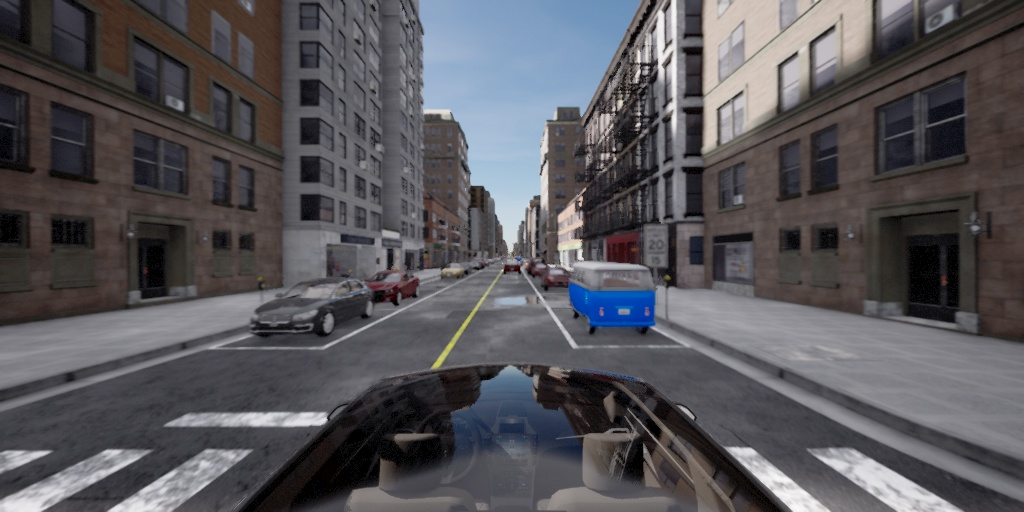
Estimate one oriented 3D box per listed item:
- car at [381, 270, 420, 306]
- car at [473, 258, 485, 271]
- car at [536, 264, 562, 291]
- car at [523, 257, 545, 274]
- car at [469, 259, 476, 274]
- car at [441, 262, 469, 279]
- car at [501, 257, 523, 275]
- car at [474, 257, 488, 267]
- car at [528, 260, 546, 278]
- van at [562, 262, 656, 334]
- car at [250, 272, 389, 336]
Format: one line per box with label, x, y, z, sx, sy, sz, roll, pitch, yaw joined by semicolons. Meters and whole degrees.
car;-5.375;1.318;15.968;1.888;1.381;4.507;0;0;0
car;-5.339;1.341;50.060;1.948;1.339;4.313;0;0;0
car;2.656;1.325;21.649;1.802;1.307;4.207;0;0;0
car;2.674;1.060;38.694;2.192;1.841;5.009;0;0;0
car;-5.351;1.343;38.696;1.948;1.339;4.313;0;0;0
car;-5.357;1.303;32.844;1.751;1.417;4.829;0;0;0
car;0.035;1.233;40.003;1.882;1.535;5.008;0;0;0
car;-5.334;1.089;55.741;2.192;1.841;5.009;0;0;0
car;2.668;1.328;33.012;1.802;1.307;4.207;0;0;0
van;2.645;1.078;10.287;1.690;1.789;3.998;0;0;0
car;-5.381;1.320;10.286;2.007;1.370;4.403;0;0;0
